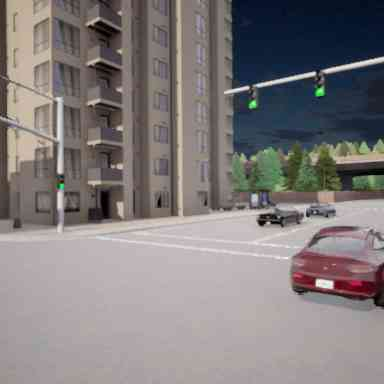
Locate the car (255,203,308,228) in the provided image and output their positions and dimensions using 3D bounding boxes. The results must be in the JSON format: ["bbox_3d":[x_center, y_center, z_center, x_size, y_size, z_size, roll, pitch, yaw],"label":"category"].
[{"bbox_3d":[6.236,1.712,23.376,1.895,1.301,4.718,-1,-1,36],"label":"car"}]

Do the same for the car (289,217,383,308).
[{"bbox_3d":[3.824,1.545,8.052,1.812,1.442,4.674,-1,-1,36],"label":"car"}]

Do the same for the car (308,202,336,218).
[{"bbox_3d":[12.193,1.674,31.502,1.994,1.385,4.181,-1,-1,36],"label":"car"}]

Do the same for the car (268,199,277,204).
[{"bbox_3d":[13.065,1.758,60.562,4.902,1.511,2.128,-1,-1,37],"label":"car"}]
